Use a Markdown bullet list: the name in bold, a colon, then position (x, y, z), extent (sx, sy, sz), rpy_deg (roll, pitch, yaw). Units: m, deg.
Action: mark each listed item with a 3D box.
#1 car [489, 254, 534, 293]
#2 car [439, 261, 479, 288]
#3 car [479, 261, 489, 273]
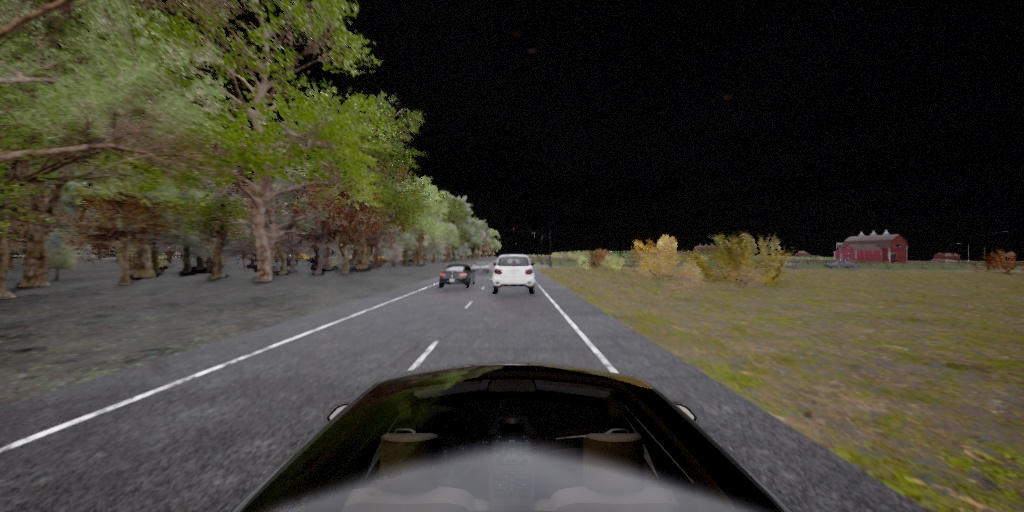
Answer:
- **car**: position (0.087, 0.922, 20.306), extent (2.150, 2.045, 5.566), rpy_deg (0, 0, 0)
- **car**: position (-3.407, 1.218, 22.760), extent (1.812, 1.442, 4.674), rpy_deg (0, 0, 0)
- **car**: position (-3.392, 1.237, 40.825), extent (1.895, 1.301, 4.718), rpy_deg (0, 0, 0)
